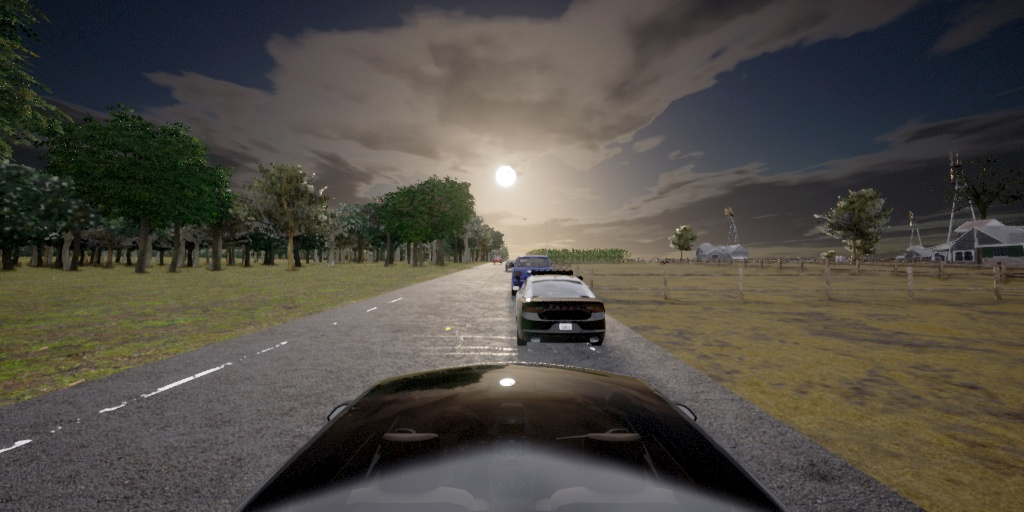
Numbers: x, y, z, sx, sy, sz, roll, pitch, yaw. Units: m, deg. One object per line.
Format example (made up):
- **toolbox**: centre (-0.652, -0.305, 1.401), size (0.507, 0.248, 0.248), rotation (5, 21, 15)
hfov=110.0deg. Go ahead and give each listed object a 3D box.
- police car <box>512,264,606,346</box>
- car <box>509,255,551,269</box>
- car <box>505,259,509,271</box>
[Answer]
- **police car**: centre (1.050, 1.179, 9.601), size (1.930, 1.638, 5.238), rotation (0, 0, 0)
- **car**: centre (1.052, 0.980, 19.534), size (2.150, 2.045, 5.566), rotation (0, 0, 0)
- **car**: centre (0.042, 1.244, 50.110), size (2.128, 1.511, 4.902), rotation (0, 0, 1)
